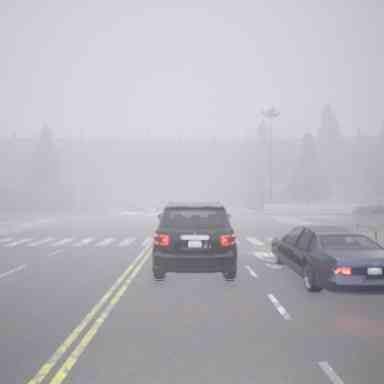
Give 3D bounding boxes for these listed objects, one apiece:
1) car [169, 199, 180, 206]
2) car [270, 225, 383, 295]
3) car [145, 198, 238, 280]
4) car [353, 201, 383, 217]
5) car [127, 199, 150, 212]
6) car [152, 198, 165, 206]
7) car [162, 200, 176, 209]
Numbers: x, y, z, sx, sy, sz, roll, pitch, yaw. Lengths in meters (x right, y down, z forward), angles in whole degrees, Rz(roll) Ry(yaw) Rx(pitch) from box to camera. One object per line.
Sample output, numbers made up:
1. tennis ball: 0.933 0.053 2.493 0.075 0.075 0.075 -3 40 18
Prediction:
1. car: -3.589 2.100 68.907 1.895 1.301 4.718 0 0 0
2. car: 3.576 1.614 9.017 2.033 1.411 5.357 0 0 0
3. car: 0.073 1.299 10.309 2.150 2.045 5.566 0 0 0
4. car: 18.400 1.672 32.459 4.902 1.511 2.128 0 0 4
5. car: -7.188 1.880 43.436 1.994 1.385 4.181 0 0 1
6. car: -7.096 2.039 70.771 2.128 1.511 4.902 0 0 0
7. car: -3.651 1.957 54.151 1.994 1.385 4.181 0 0 1
